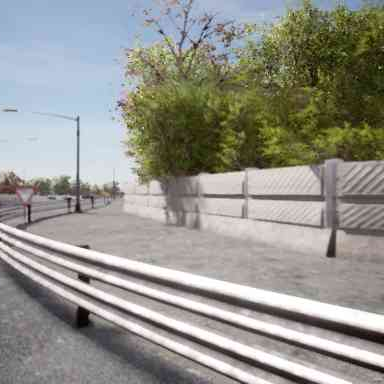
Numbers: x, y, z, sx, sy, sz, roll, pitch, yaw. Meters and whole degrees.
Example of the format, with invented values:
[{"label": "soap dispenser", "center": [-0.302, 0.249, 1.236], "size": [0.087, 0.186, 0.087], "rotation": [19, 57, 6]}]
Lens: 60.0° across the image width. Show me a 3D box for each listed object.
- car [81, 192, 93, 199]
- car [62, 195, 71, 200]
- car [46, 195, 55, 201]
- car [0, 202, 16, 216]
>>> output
[{"label": "car", "center": [-25.841, 1.074, 81.921], "size": [2.150, 2.045, 5.566], "rotation": [0, 0, -10]}, {"label": "car", "center": [-30.776, 1.429, 81.470], "size": [1.895, 1.301, 4.718], "rotation": [0, 0, -25]}, {"label": "car", "center": [-34.009, 1.418, 80.129], "size": [1.895, 1.301, 4.718], "rotation": [0, 0, -25]}, {"label": "car", "center": [-17.148, 1.554, 29.198], "size": [1.994, 1.385, 4.181], "rotation": [0, 0, -7]}]
